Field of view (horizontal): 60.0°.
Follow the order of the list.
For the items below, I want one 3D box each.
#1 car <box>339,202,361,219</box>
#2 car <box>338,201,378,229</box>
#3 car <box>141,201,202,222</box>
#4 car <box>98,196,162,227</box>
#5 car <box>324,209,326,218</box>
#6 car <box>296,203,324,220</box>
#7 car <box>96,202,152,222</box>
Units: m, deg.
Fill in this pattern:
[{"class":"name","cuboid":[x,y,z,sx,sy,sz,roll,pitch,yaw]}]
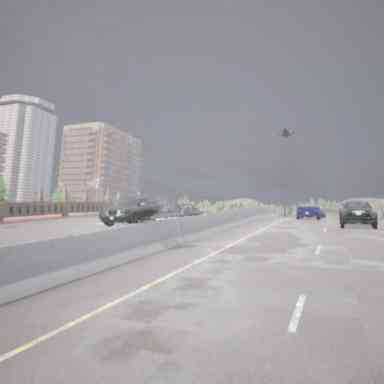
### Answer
[{"class":"car","cuboid":[17.642,2.119,37.363,2.097,1.767,4.553,0,-4,24]},{"class":"car","cuboid":[10.976,1.377,22.159,2.097,1.767,4.553,0,-1,24]},{"class":"car","cuboid":[-0.926,1.547,21.654,2.128,1.511,4.902,0,0,24]},{"class":"car","cuboid":[-3.960,1.292,23.456,2.150,2.045,5.566,0,0,24]},{"class":"car","cuboid":[15.110,2.491,40.356,1.994,1.385,4.181,-1,-5,26]},{"class":"car","cuboid":[10.644,1.699,30.119,1.882,1.535,5.008,0,-2,24]},{"class":"car","cuboid":[-5.625,1.644,28.372,2.033,1.411,5.357,0,0,24]}]
